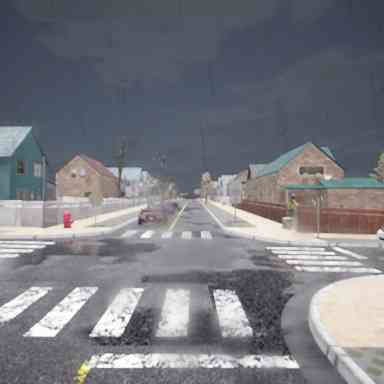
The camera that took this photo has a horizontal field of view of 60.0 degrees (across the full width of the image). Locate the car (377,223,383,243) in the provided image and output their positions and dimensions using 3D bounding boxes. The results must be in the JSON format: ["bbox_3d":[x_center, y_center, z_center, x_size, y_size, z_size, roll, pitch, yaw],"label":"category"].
[{"bbox_3d":[10.760,1.555,13.707,5.566,2.045,2.150,1,-1,-1],"label":"car"}]

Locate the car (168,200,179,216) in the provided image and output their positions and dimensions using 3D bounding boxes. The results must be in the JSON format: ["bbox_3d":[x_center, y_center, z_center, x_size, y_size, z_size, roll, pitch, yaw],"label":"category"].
[{"bbox_3d":[-2.776,1.689,34.461,1.994,1.385,4.181,0,0,1],"label":"car"}]

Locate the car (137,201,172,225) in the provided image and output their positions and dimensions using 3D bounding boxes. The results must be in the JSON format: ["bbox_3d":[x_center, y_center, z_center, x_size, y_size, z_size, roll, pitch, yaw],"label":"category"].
[{"bbox_3d":[-2.795,1.646,24.684,1.994,1.385,4.181,0,0,0],"label":"car"}]
